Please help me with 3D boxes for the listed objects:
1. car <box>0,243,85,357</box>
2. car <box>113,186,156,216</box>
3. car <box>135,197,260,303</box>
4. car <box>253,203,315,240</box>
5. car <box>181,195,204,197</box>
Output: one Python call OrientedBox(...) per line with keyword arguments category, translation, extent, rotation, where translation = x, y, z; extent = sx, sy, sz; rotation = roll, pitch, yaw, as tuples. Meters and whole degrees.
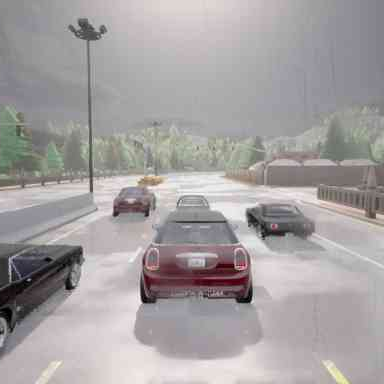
OrientedBox(category="car", translation=(-3.414, 1.517, 5.655), extent=(1.895, 1.301, 4.718), rotation=(0, 2, 0))
OrientedBox(category="car", translation=(-3.482, 0.418, 20.904), extent=(2.097, 1.767, 4.553), rotation=(0, 4, 0))
OrientedBox(category="car", translation=(0.077, 1.191, 8.013), extent=(2.097, 1.767, 4.553), rotation=(0, 2, 0))
OrientedBox(category="car", translation=(3.552, 1.120, 14.332), extent=(1.895, 1.301, 4.718), rotation=(0, 4, 0))
OrientedBox(category="car", translation=(0.036, 0.857, 17.395), extent=(2.033, 1.411, 5.357), rotation=(0, 4, 0))
